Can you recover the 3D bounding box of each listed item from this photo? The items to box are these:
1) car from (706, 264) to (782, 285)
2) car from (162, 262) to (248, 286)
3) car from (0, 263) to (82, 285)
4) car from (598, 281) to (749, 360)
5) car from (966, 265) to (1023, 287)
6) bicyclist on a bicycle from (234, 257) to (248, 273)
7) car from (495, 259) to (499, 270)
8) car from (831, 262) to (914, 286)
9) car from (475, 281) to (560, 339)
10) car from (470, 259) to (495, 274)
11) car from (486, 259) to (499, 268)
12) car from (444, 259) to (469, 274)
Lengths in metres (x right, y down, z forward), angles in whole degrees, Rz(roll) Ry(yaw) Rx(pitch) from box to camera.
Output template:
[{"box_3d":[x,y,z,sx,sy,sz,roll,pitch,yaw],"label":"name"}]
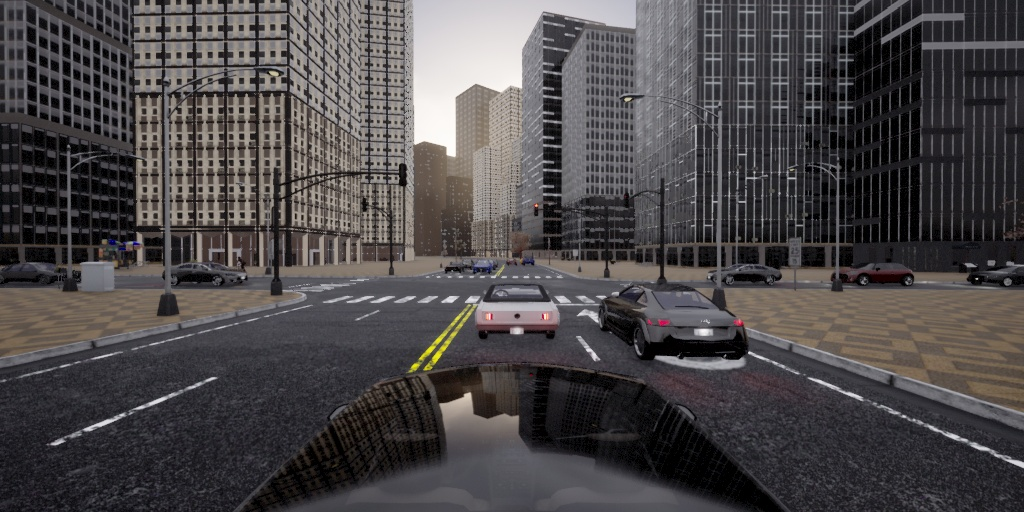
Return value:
[{"box_3d":[16.869,1.301,26.164,4.902,1.511,2.128,0,0,1],"label":"car"},{"box_3d":[-20.173,1.156,23.686,4.902,1.511,2.128,0,0,2],"label":"car"},{"box_3d":[-31.648,1.158,23.995,5.357,1.411,2.033,0,0,1],"label":"car"},{"box_3d":[3.369,1.312,8.325,1.994,1.385,4.181,0,0,0],"label":"car"},{"box_3d":[35.852,1.401,25.716,4.892,1.490,1.837,0,0,1],"label":"car"},{"box_3d":[-24.640,0.871,32.541,0.582,1.620,1.656,0,1,2],"label":"bicyclist on a bicycle"},{"box_3d":[-3.243,1.229,50.001,1.812,1.442,4.674,0,0,0],"label":"car"},{"box_3d":[25.951,1.203,25.950,4.553,1.767,2.097,0,0,1],"label":"car"},{"box_3d":[0.117,1.348,10.044,1.895,1.301,4.718,0,0,0],"label":"car"},{"box_3d":[-3.265,1.197,40.658,1.882,1.535,5.008,0,0,0],"label":"car"},{"box_3d":[-3.223,1.229,60.380,2.033,1.411,5.357,0,0,0],"label":"car"},{"box_3d":[-6.515,1.320,41.333,1.895,1.301,4.718,0,0,0],"label":"car"}]
